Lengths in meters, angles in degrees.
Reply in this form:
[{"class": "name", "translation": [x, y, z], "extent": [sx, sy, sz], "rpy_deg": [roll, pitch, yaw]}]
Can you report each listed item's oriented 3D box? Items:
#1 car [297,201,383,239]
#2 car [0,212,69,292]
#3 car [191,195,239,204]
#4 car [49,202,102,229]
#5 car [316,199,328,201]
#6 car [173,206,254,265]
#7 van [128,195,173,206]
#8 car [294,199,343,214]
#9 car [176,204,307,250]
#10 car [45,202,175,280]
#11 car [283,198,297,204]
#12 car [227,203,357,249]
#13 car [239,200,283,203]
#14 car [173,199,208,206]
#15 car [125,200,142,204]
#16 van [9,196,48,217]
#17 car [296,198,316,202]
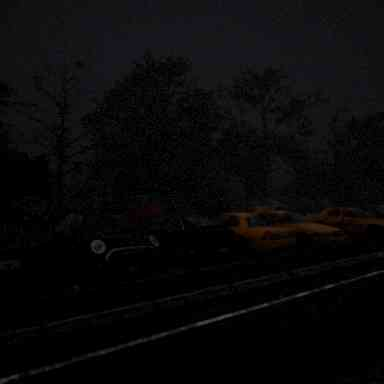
[{"class": "car", "translation": [8.695, 1.515, 18.051], "extent": [1.946, 1.575, 5.366], "rpy_deg": [0, 0, -35]}, {"class": "car", "translation": [-5.009, 1.511, 8.600], "extent": [2.163, 1.488, 4.792], "rpy_deg": [0, 0, -35]}, {"class": "car", "translation": [1.035, 1.263, 28.915], "extent": [2.435, 2.045, 5.566], "rpy_deg": [0, 0, -35]}, {"class": "car", "translation": [-8.001, 1.500, 22.511], "extent": [2.163, 1.488, 4.792], "rpy_deg": [0, 0, -35]}, {"class": "car", "translation": [12.230, 1.469, 36.854], "extent": [2.185, 1.767, 4.553], "rpy_deg": [0, 0, -35]}, {"class": "car", "translation": [-0.459, 1.475, 11.782], "extent": [2.231, 1.521, 4.892], "rpy_deg": [0, 0, -35]}, {"class": "van", "translation": [-3.637, 1.258, 25.712], "extent": [1.878, 1.987, 4.442], "rpy_deg": [0, 0, -35]}, {"class": "car", "translation": [14.511, 1.610, 38.427], "extent": [2.097, 1.535, 5.008], "rpy_deg": [0, 0, -35]}, {"class": "car", "translation": [1.688, 1.475, 13.539], "extent": [1.946, 1.575, 5.366], "rpy_deg": [0, 0, -35]}, {"class": "car", "translation": [-2.748, 1.350, 10.205], "extent": [2.185, 1.767, 4.553], "rpy_deg": [0, 0, -35]}, {"class": "car", "translation": [7.831, 1.603, 33.694], "extent": [2.002, 1.452, 4.674], "rpy_deg": [0, 0, -35]}, {"class": "car", "translation": [4.067, 1.485, 14.770], "extent": [1.946, 1.575, 5.366], "rpy_deg": [0, 0, -35]}, {"class": "car", "translation": [5.677, 1.544, 31.943], "extent": [1.946, 1.575, 5.366], "rpy_deg": [0, 0, -35]}, {"class": "car", "translation": [-1.193, 1.528, 27.267], "extent": [2.163, 1.488, 4.792], "rpy_deg": [0, 0, -35]}, {"class": "car", "translation": [-5.848, 1.504, 24.037], "extent": [2.163, 1.488, 4.792], "rpy_deg": [0, 0, -35]}, {"class": "van", "translation": [-10.167, 1.246, 20.808], "extent": [1.878, 1.987, 4.442], "rpy_deg": [0, 0, -36]}, {"class": "car", "translation": [10.106, 1.609, 35.274], "extent": [2.163, 1.488, 4.792], "rpy_deg": [0, 0, -35]}]
